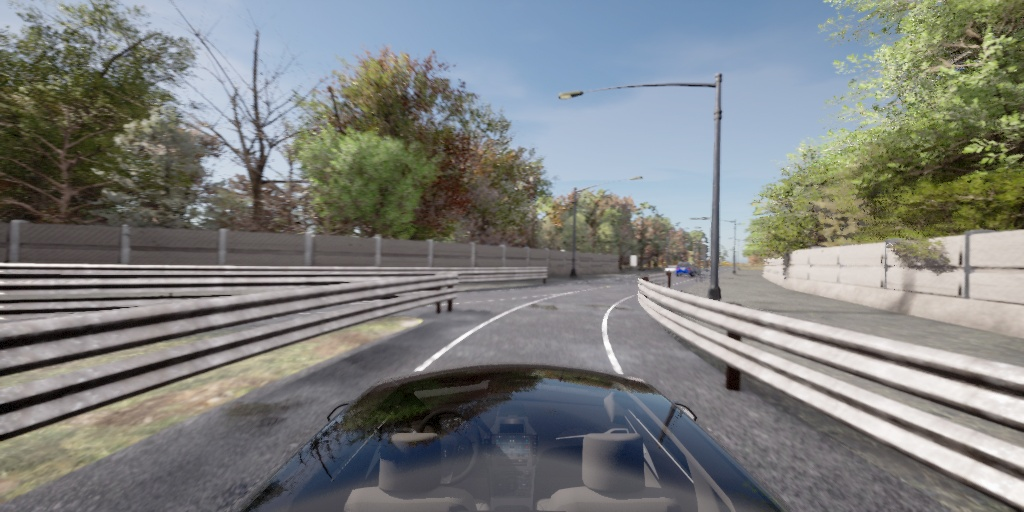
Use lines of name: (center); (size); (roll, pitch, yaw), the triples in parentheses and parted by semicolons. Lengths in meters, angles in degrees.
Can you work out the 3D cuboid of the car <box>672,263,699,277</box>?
car: (25.525, 2.040, 52.668); (2.150, 2.045, 5.566); (1, -1, 33)
